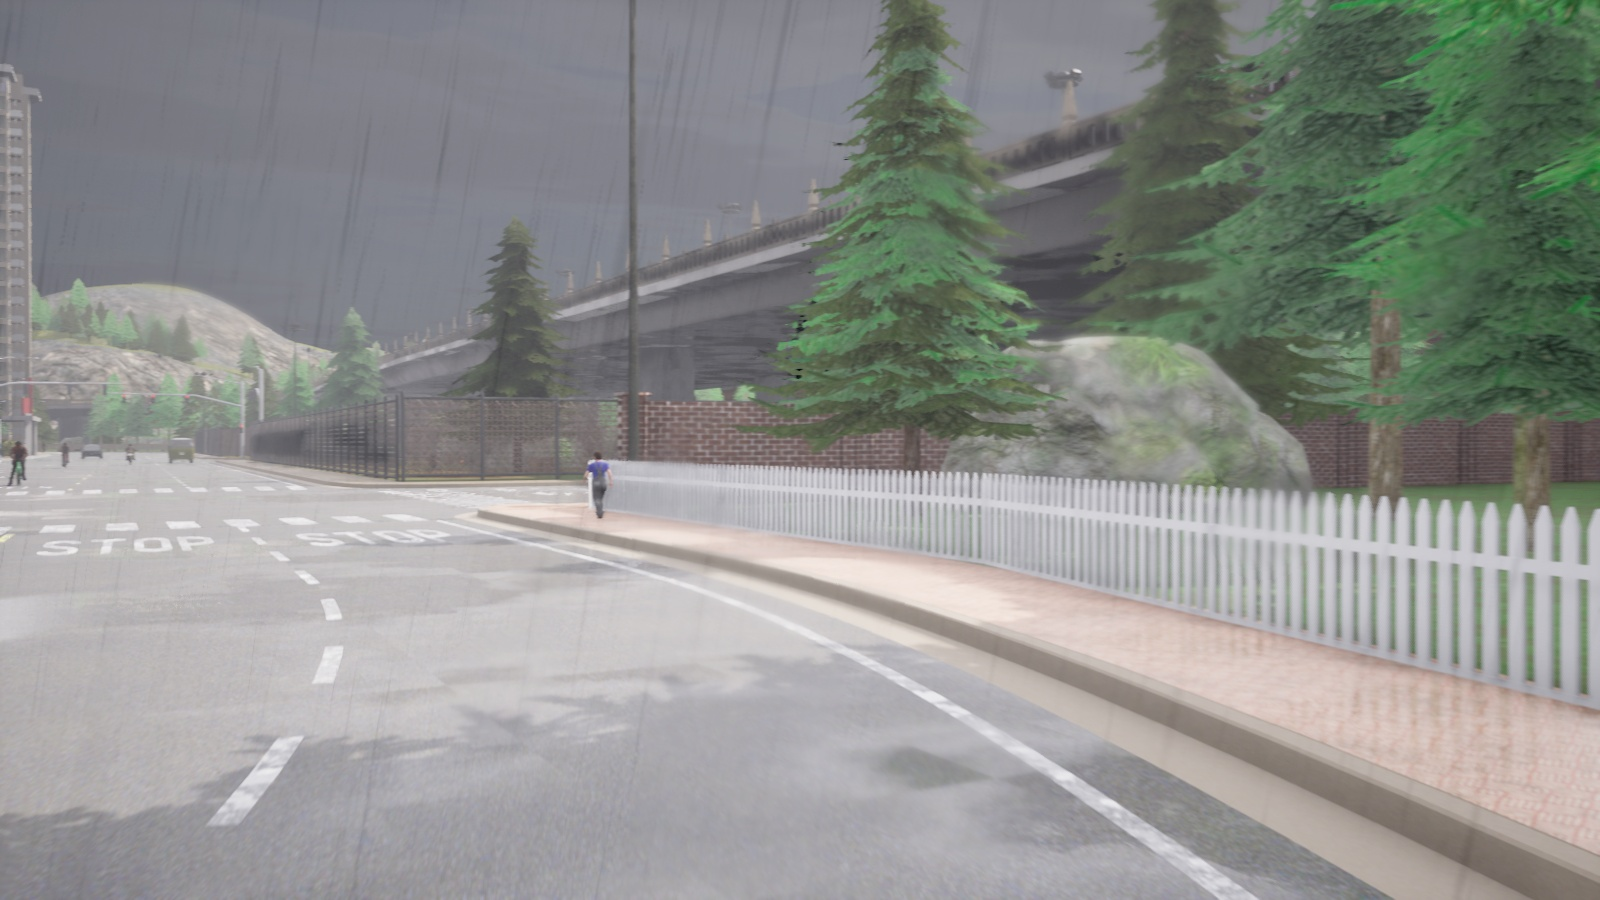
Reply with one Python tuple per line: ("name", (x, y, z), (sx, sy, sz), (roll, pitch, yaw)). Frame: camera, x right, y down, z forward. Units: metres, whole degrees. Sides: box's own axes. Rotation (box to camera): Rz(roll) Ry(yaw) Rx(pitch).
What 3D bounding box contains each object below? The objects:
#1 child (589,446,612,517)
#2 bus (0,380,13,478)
("child", (-3.570, 0.555, 22.462), (0.270, 1.263, 0.437), (0, 0, -27))
("bus", (-36.877, -0.919, 54.403), (3.944, 4.253, 10.273), (0, 1, -28))
